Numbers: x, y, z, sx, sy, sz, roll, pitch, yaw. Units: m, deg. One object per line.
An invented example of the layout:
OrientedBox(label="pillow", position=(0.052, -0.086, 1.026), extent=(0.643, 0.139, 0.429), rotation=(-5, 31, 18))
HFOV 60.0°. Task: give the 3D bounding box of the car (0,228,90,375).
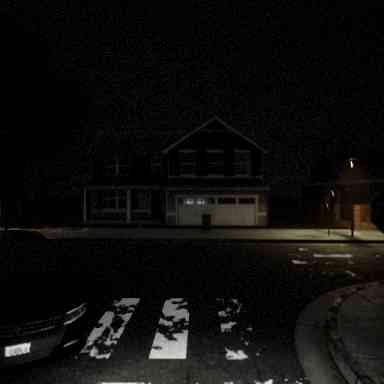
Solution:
OrientedBox(label="car", position=(-3.228, 1.472, 5.812), extent=(1.882, 1.535, 5.008), rotation=(2, -1, -32))
